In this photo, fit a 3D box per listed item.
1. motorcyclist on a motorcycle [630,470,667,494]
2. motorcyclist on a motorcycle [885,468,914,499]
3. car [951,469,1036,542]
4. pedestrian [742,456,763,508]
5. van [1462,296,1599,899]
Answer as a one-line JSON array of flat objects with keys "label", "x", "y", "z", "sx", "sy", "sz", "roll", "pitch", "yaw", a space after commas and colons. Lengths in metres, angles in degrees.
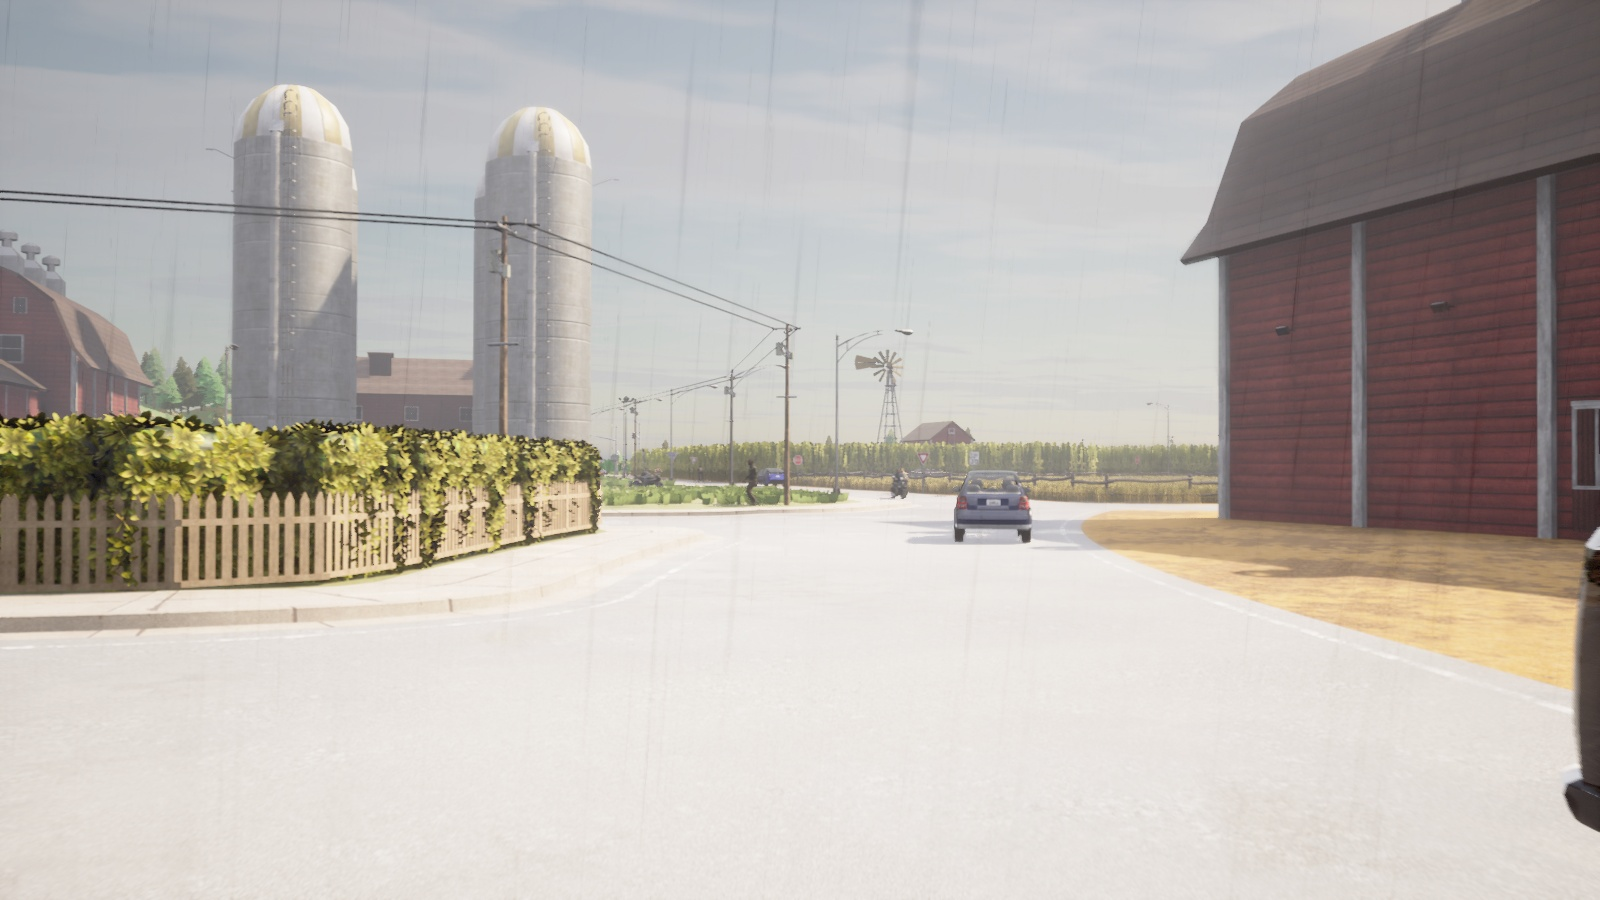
[{"label": "motorcyclist on a motorcycle", "x": -9.712, "y": 2.044, "z": 80.413, "sx": 2.191, "sy": 1.530, "sz": 0.866, "roll": 0, "pitch": -1, "yaw": -18}, {"label": "motorcyclist on a motorcycle", "x": 5.150, "y": 1.723, "z": 65.305, "sx": 0.866, "sy": 1.590, "sz": 1.817, "roll": 0, "pitch": -1, "yaw": -18}, {"label": "car", "x": 4.371, "y": 1.210, "z": 28.547, "sx": 1.789, "sy": 1.549, "sz": 3.705, "roll": 0, "pitch": -1, "yaw": 8}, {"label": "pedestrian", "x": -1.804, "y": 1.200, "z": 47.323, "sx": 0.692, "sy": 1.930, "sz": 0.395, "roll": 0, "pitch": -1, "yaw": -24}, {"label": "van", "x": 3.395, "y": 0.551, "z": 2.154, "sx": 2.069, "sy": 2.038, "sz": 4.480, "roll": 0, "pitch": -1, "yaw": -1}]
